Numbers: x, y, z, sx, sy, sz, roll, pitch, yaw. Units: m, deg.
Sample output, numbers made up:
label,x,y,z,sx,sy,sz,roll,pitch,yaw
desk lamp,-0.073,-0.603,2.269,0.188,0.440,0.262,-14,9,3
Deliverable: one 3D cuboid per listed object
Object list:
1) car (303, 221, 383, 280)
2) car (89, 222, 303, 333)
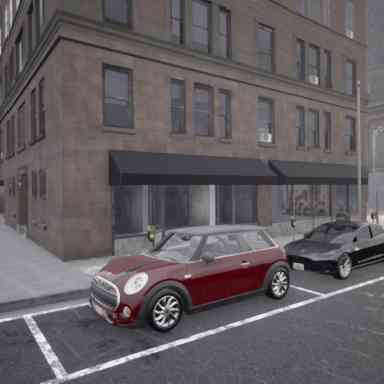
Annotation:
label,x,y,z,sx,sy,sz,roll,pitch,yaw
car,4.538,1.564,9.927,4.313,1.339,1.947,0,-1,-36
car,0.064,1.439,6.718,4.097,1.590,1.967,0,-1,-36
